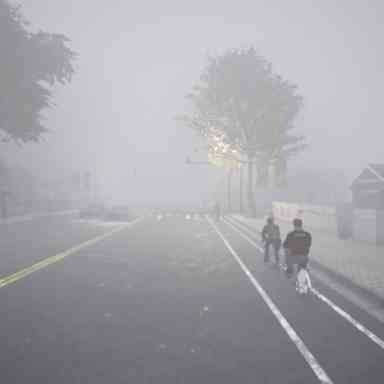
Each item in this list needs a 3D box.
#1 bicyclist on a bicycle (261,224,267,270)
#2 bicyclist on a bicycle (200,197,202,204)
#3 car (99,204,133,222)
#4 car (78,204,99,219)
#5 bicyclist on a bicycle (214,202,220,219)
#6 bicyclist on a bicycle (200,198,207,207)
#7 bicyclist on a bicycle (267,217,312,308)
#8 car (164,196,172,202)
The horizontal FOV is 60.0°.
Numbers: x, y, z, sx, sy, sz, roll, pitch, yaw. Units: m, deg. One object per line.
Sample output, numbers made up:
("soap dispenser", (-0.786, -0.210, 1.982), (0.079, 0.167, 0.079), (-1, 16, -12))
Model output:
("bicyclist on a bicycle", (2.249, 1.549, 9.413), (0.582, 1.620, 1.656), (0, -1, 0))
("bicyclist on a bicycle", (2.242, 2.144, 82.926), (0.659, 1.776, 1.843), (0, 0, 0))
("car", (-6.545, 1.863, 29.762), (1.994, 1.385, 4.181), (0, -1, 1))
("car", (-9.758, 1.883, 33.596), (2.033, 1.411, 5.357), (0, -1, 0))
("bicyclist on a bicycle", (2.247, 1.747, 29.404), (0.582, 1.620, 1.656), (0, -1, 0))
("bicyclist on a bicycle", (2.264, 1.994, 57.694), (0.866, 1.612, 1.509), (0, -1, 0))
("bicyclist on a bicycle", (2.248, 1.445, 7.263), (0.659, 1.776, 1.843), (0, 0, 0))
("car", (-6.507, 1.813, 91.106), (2.097, 1.767, 4.553), (0, 0, 0))
